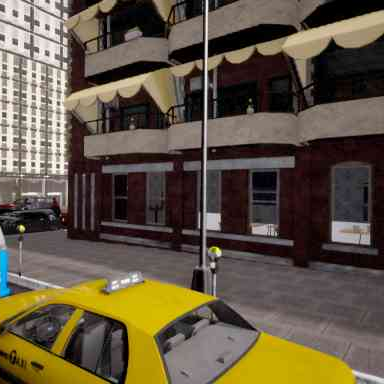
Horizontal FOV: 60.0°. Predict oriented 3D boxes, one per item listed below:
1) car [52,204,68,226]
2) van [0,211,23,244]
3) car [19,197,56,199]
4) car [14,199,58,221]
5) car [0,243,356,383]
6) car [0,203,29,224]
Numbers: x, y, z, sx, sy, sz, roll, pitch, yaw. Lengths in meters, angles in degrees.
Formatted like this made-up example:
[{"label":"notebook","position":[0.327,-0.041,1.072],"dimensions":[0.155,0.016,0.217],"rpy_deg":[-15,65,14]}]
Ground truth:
[{"label":"car","position":[-6.970,1.685,23.207],"dimensions":[1.887,1.381,4.507],"rpy_deg":[1,0,36]},{"label":"van","position":[-5.324,1.339,6.662],"dimensions":[3.998,1.788,1.690],"rpy_deg":[0,1,36]},{"label":"car","position":[-13.757,1.339,28.117],"dimensions":[2.192,1.841,5.009],"rpy_deg":[1,0,36]},{"label":"car","position":[-12.478,1.544,25.451],"dimensions":[2.128,1.511,4.902],"rpy_deg":[1,0,36]},{"label":"car","position":[-0.902,1.525,3.508],"dimensions":[4.829,1.417,1.752],"rpy_deg":[0,1,36]},{"label":"car","position":[-12.862,1.618,19.469],"dimensions":[2.033,1.411,5.357],"rpy_deg":[1,0,36]}]
